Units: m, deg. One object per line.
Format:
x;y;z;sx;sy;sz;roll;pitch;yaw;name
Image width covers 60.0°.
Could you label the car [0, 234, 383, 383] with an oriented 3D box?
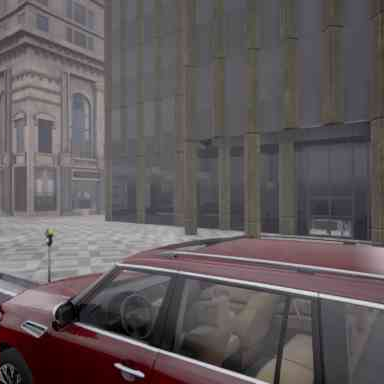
0.246;1.315;2.798;5.009;1.841;2.192;0;0;36;car
